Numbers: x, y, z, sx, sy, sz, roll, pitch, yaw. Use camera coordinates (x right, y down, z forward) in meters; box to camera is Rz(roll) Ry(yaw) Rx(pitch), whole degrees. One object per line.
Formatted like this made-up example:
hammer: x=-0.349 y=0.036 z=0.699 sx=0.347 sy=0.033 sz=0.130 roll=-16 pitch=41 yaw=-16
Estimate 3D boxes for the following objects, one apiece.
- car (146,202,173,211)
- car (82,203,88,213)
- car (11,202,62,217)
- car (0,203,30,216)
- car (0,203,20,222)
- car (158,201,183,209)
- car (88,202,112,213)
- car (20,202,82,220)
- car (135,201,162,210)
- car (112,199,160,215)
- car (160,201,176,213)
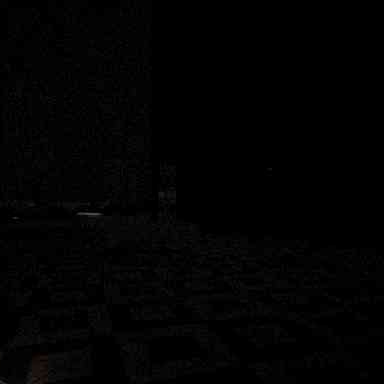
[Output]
car: x=-5.071 y=2.217 z=52.198 sx=1.994 sy=1.385 sz=4.181 roll=0 pitch=-1 yaw=37
car: x=-13.576 y=2.016 z=44.955 sx=1.887 sy=1.381 sz=4.507 roll=-1 pitch=-2 yaw=35
car: x=-16.714 y=1.852 z=35.949 sx=1.812 sy=1.442 sz=4.674 roll=0 pitch=-1 yaw=36
car: x=-20.128 y=1.842 z=35.765 sx=2.008 sy=1.369 sz=4.403 roll=-1 pitch=-1 yaw=35
car: x=-16.468 y=1.774 z=26.214 sx=1.947 sy=1.339 sz=4.313 roll=-1 pitch=-2 yaw=35
car: x=-3.747 y=2.305 z=58.739 sx=2.008 sy=1.369 sz=4.403 roll=-1 pitch=-2 yaw=35
car: x=-10.929 y=2.012 z=44.045 sx=1.812 sy=1.442 sz=4.674 roll=0 pitch=-1 yaw=35
car: x=-13.094 y=1.824 z=30.948 sx=1.752 sy=1.417 sz=4.829 roll=-1 pitch=-2 yaw=35
car: x=-7.024 y=2.210 z=54.144 sx=2.008 sy=1.369 sz=4.403 roll=-1 pitch=-2 yaw=35
car: x=-6.640 y=1.791 z=40.006 sx=2.192 sy=1.841 sz=5.009 roll=-1 pitch=-2 yaw=35
car: x=-3.363 y=2.114 z=44.595 sx=1.887 sy=1.381 sz=4.507 roll=-1 pitch=-2 yaw=35
